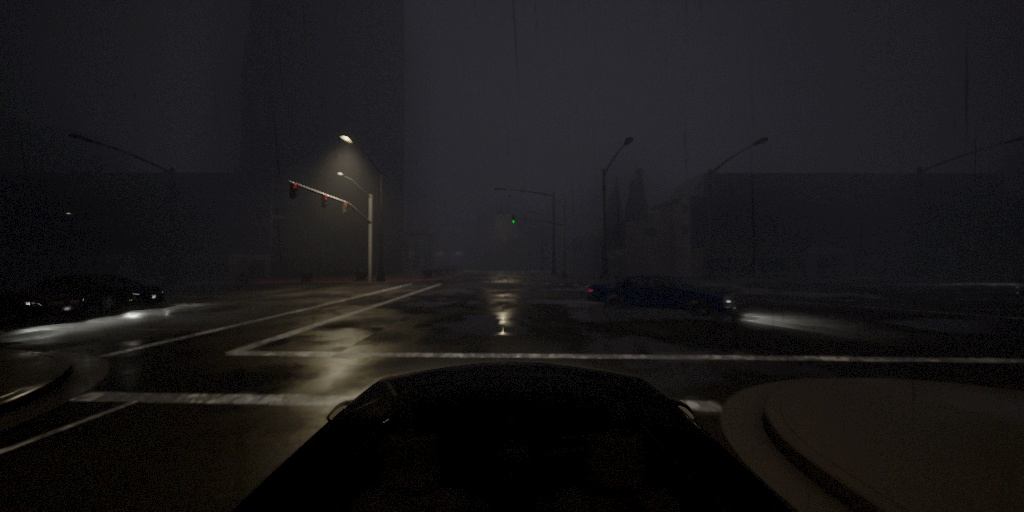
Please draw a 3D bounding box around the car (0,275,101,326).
[{"bbox_3d":[-17.341,1.517,12.092,4.674,1.442,1.812,-1,-1,0],"label":"car"}]

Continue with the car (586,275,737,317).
[{"bbox_3d":[5.676,1.450,14.160,5.357,1.411,2.033,-1,-1,36],"label":"car"}]

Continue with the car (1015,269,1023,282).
[{"bbox_3d":[40.725,1.212,26.740,4.902,1.511,2.128,-1,-1,0],"label":"car"}]

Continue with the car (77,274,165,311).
[{"bbox_3d":[-18.012,1.548,15.586,4.892,1.490,1.837,0,-1,0],"label":"car"}]
